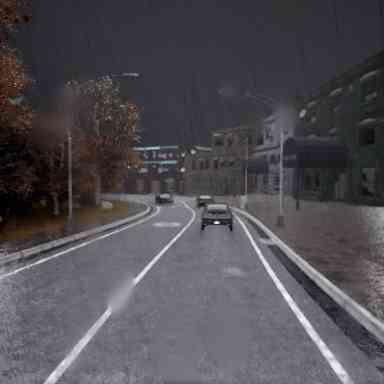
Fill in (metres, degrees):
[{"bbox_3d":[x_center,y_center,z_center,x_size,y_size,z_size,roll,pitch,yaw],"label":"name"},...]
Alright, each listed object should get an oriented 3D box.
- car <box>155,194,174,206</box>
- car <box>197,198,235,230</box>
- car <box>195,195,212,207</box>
[{"bbox_3d":[-3.792,0.987,45.376,1.882,1.535,5.008,0,1,-16],"label":"car"},{"bbox_3d":[1.542,1.395,20.532,1.837,1.490,4.892,1,1,4],"label":"car"},{"bbox_3d":[1.430,1.095,39.191,1.882,1.535,5.008,0,1,-4],"label":"car"}]
